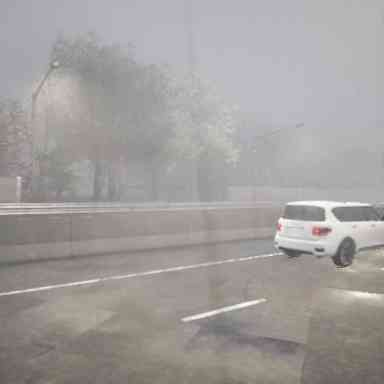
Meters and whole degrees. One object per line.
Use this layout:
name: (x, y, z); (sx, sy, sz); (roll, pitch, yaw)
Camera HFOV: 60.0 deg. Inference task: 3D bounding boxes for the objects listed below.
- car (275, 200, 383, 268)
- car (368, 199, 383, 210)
car: (5.434, 1.353, 11.999); (5.566, 2.045, 2.150); (0, 0, -35)
car: (32.575, 2.079, 57.219); (4.553, 1.767, 2.097); (1, -1, -35)
